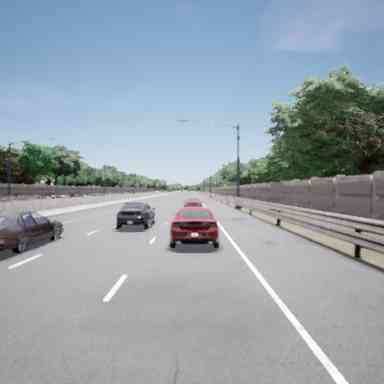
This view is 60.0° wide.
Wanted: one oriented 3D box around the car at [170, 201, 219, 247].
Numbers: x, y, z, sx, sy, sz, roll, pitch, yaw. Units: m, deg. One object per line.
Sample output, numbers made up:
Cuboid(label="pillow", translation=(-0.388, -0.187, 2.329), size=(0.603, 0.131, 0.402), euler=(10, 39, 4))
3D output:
Cuboid(label="car", translation=(0.098, 1.388, 14.591), size=(1.882, 1.535, 5.008), euler=(0, 1, 0))

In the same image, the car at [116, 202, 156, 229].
Cuboid(label="car", translation=(-3.406, 1.382, 20.650), size=(1.837, 1.490, 4.892), euler=(0, 1, 0))

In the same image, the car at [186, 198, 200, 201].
Cuboid(label="car", translation=(0.093, 1.331, 33.452), size=(1.812, 1.442, 4.674), euler=(0, 0, 0))

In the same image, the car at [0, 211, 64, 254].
Cuboid(label="car", translation=(-6.901, 1.467, 13.123), size=(2.033, 1.411, 5.357), euler=(0, 0, 0))
